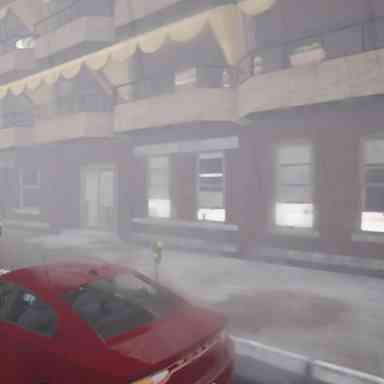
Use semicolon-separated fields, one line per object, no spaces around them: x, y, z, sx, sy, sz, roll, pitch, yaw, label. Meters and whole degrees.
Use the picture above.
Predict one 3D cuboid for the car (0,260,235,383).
-1.679;1.532;4.069;4.507;1.381;1.887;0;0;35;car
